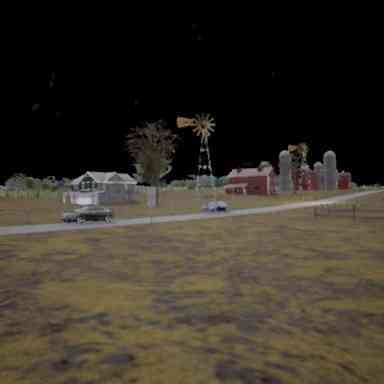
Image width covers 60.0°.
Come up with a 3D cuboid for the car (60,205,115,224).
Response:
[{"bbox_3d":[-8.936,1.930,28.712,1.837,1.490,4.892,-2,-2,36],"label":"car"}]

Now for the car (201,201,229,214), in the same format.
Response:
[{"bbox_3d":[3.109,2.014,45.357,2.097,1.767,4.553,-2,-1,36],"label":"car"}]
